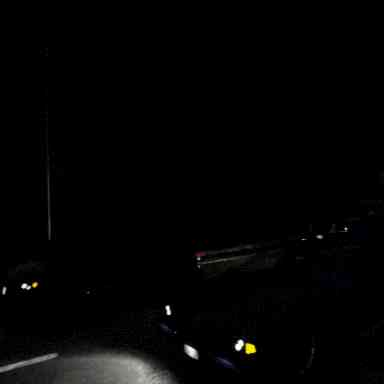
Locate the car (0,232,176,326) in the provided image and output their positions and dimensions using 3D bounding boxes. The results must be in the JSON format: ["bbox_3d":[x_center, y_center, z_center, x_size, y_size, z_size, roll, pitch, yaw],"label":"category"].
[{"bbox_3d":[-1.779,1.604,7.204,4.181,1.385,1.994,0,0,-37],"label":"car"}]

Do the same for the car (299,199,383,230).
[{"bbox_3d":[6.777,1.332,14.188,5.566,2.045,2.150,1,-1,-42],"label":"car"}]

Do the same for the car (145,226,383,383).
[{"bbox_3d":[2.089,1.577,5.709,5.357,1.411,2.033,0,0,-38],"label":"car"}]
